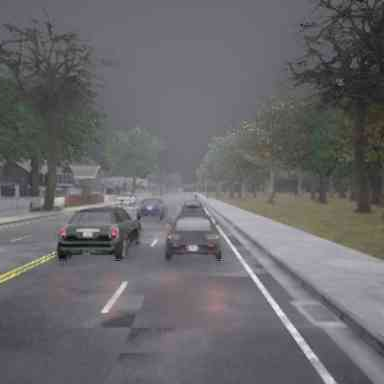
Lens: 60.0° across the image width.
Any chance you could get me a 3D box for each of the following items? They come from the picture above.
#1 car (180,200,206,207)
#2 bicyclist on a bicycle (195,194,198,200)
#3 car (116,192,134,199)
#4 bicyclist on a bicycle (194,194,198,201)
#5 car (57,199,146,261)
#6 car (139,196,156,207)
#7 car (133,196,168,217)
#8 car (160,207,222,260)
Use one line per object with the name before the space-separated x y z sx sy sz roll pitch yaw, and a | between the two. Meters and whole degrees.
car | 0.069 1.427 27.878 1.837 1.490 4.892 0 1 0
bicyclist on a bicycle | 0.887 1.252 69.714 0.582 1.620 1.656 0 0 0
car | -9.836 1.080 49.276 2.150 2.045 5.566 0 0 0
bicyclist on a bicycle | 0.882 1.212 78.712 0.866 1.612 1.509 0 0 0
car | -3.185 1.316 12.341 2.097 1.767 4.553 0 0 0
car | -6.587 1.383 49.526 1.812 1.442 4.674 0 0 0
car | -3.185 1.273 27.430 2.097 1.767 4.553 0 0 0
car | 0.065 1.492 12.108 1.812 1.442 4.674 0 0 1
